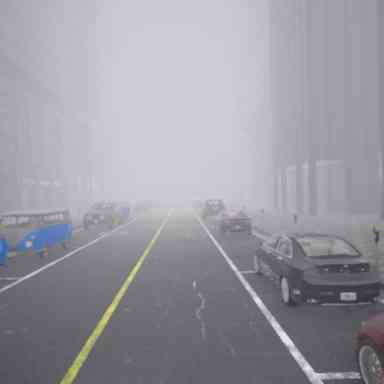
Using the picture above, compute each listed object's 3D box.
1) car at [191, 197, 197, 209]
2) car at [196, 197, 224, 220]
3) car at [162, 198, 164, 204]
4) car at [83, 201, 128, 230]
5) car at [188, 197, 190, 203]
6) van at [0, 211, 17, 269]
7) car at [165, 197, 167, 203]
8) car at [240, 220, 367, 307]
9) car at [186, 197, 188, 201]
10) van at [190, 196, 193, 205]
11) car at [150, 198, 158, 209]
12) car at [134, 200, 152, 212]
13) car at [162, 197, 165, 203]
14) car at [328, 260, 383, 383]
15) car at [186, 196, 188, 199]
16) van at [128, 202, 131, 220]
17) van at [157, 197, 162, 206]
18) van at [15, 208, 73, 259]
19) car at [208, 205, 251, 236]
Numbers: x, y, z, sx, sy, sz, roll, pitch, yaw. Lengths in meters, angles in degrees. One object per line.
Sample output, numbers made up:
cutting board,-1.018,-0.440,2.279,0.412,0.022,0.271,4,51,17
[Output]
car,1.173,1.987,53.113,1.752,1.417,4.829,-1,-1,-2
car,1.886,1.549,30.412,2.192,1.841,5.009,-1,-1,-2
car,-8.050,2.419,75.193,1.947,1.339,4.313,-1,-1,-2
car,-6.455,1.656,24.493,2.192,1.841,5.009,-1,-1,-2
car,0.644,2.074,69.843,1.967,1.590,4.097,-1,-1,-2
van,-5.921,1.522,7.593,1.690,1.788,3.998,-1,0,-2
car,-8.411,2.285,86.463,2.192,1.841,5.009,-1,-1,-2
car,2.603,1.570,7.878,2.008,1.369,4.403,-1,-1,-2
car,0.290,2.301,81.108,2.008,1.369,4.403,-1,-1,-2
van,0.997,1.859,58.577,1.690,1.788,3.998,-1,-1,-2
car,-7.517,2.245,58.292,1.947,1.339,4.313,-1,-1,-2
car,-7.162,2.109,47.026,1.887,1.381,4.507,-1,-1,-2
car,-8.228,2.478,80.827,1.947,1.339,4.313,-1,-1,-2
car,2.781,1.549,2.244,1.802,1.307,4.206,-1,0,-2
car,-0.067,2.307,92.375,1.967,1.590,4.097,-1,-1,-2
van,-6.632,1.737,30.126,1.690,1.788,3.998,-1,-1,-2
van,-7.878,2.137,69.562,1.690,1.788,3.998,-1,-1,-2
van,-6.099,1.575,13.226,1.690,1.788,3.998,-1,-1,-2
car,2.247,1.671,19.144,1.887,1.381,4.507,-1,-1,-2
